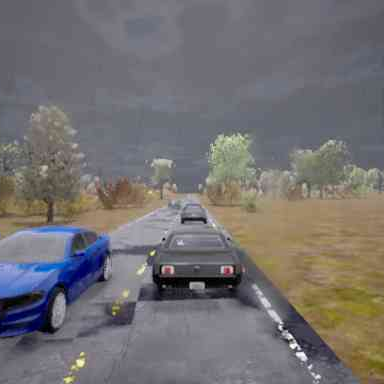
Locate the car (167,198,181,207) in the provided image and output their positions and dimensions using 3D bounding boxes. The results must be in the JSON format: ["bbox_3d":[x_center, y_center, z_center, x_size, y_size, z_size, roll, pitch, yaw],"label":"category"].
[{"bbox_3d":[-2.910,1.682,54.223,2.128,1.511,4.902,0,0,0],"label":"car"}]

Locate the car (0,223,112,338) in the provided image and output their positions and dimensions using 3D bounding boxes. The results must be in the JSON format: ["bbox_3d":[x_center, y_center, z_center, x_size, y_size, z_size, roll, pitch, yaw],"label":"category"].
[{"bbox_3d":[-3.089,1.506,7.035,1.882,1.535,5.008,0,0,0],"label":"car"}]

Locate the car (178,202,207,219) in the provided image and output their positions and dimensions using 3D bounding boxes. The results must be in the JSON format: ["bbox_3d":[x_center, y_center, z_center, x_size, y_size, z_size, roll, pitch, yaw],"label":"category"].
[{"bbox_3d":[0.145,1.664,26.292,1.994,1.385,4.181,0,0,0],"label":"car"}]

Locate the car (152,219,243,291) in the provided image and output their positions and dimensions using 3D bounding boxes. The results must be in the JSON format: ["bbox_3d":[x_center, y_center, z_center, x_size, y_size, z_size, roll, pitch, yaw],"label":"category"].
[{"bbox_3d":[0.115,1.638,9.038,1.895,1.301,4.718,0,0,0],"label":"car"}]
